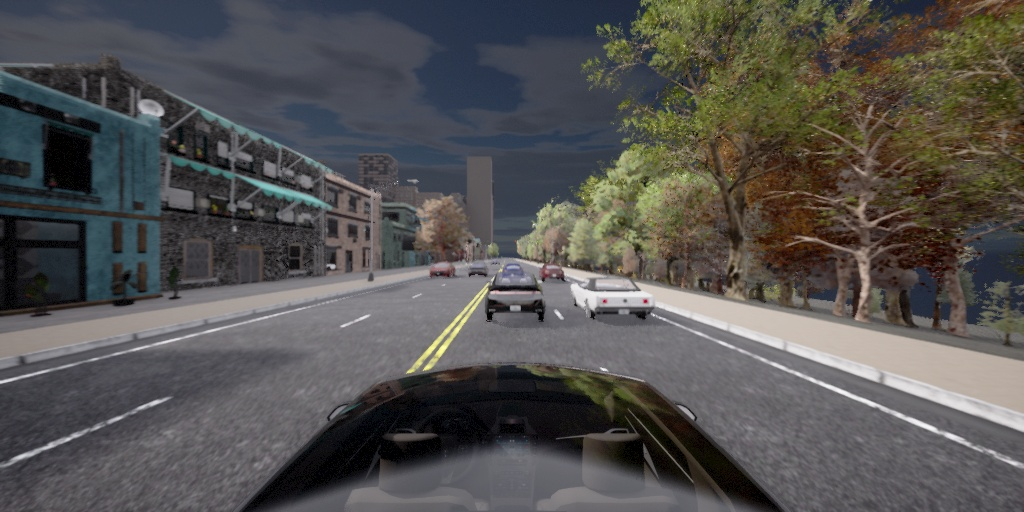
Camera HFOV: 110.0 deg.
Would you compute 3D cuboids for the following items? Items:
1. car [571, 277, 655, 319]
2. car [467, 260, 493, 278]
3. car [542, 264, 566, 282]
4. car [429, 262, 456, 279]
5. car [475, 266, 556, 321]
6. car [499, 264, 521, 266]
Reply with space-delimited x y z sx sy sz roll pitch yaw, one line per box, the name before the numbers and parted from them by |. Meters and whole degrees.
car | 3.346 1.388 12.915 1.895 1.301 4.718 0 0 0
car | -3.357 1.412 36.644 2.033 1.411 5.357 0 0 0
car | 3.340 1.371 30.563 1.812 1.442 4.674 0 0 0
car | -6.606 1.336 34.612 1.882 1.535 5.008 0 0 0
car | 0.096 1.277 12.600 2.128 1.511 4.902 0 0 0
car | 0.091 1.371 30.572 1.812 1.442 4.674 0 0 0
